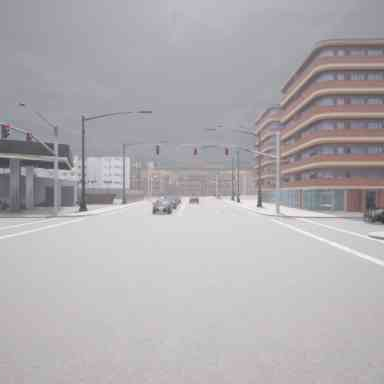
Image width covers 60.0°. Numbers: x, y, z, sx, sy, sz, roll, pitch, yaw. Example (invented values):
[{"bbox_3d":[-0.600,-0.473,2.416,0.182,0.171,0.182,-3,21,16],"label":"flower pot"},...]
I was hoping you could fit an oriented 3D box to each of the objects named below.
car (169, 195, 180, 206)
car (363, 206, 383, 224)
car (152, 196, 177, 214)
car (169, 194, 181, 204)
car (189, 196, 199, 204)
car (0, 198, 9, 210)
[{"bbox_3d":[-3.131,1.352,44.911,2.097,1.767,4.553,0,0,0],"label":"car"},{"bbox_3d":[14.724,1.352,23.642,4.553,1.767,2.097,0,0,1],"label":"car"},{"bbox_3d":[-3.074,1.491,35.193,2.128,1.511,4.902,0,0,0],"label":"car"},{"bbox_3d":[-3.204,1.352,65.083,2.097,1.767,4.553,0,0,0],"label":"car"},{"bbox_3d":[0.435,1.525,65.786,1.812,1.442,4.674,0,0,0],"label":"car"},{"bbox_3d":[-23.941,1.456,39.386,3.806,1.475,1.970,0,0,1],"label":"car"}]
